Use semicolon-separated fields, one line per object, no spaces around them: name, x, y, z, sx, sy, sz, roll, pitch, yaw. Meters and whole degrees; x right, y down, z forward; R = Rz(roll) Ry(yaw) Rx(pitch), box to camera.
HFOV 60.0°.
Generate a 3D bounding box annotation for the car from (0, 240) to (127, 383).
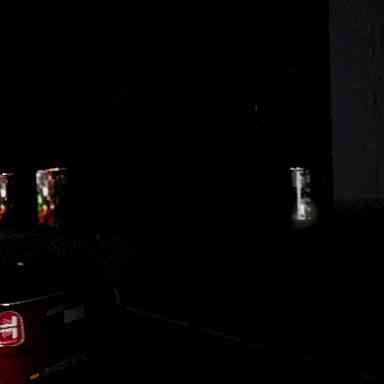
car;-2.941;1.447;4.990;4.097;1.590;1.967;0;-1;36
